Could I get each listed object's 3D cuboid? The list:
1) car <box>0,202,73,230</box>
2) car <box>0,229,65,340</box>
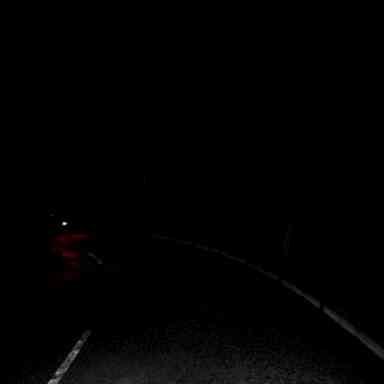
[{"bbox_3d":[-8.820,1.315,18.481,4.892,1.490,1.837,2,-2,27],"label":"car"},{"bbox_3d":[-3.645,1.600,5.483,1.895,1.301,4.718,0,0,-8],"label":"car"}]
